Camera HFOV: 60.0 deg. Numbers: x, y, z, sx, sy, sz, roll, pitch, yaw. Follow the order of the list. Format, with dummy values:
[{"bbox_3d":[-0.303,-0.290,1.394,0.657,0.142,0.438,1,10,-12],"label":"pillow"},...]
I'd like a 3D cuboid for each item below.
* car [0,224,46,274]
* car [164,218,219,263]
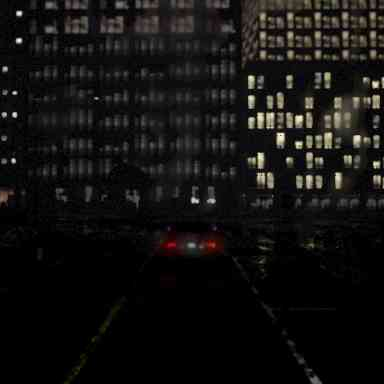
[{"bbox_3d":[-5.822,1.658,9.724,2.008,1.369,4.403,1,-1,0],"label":"car"},{"bbox_3d":[-0.001,1.686,12.533,2.033,1.411,5.357,0,-1,0],"label":"car"}]
